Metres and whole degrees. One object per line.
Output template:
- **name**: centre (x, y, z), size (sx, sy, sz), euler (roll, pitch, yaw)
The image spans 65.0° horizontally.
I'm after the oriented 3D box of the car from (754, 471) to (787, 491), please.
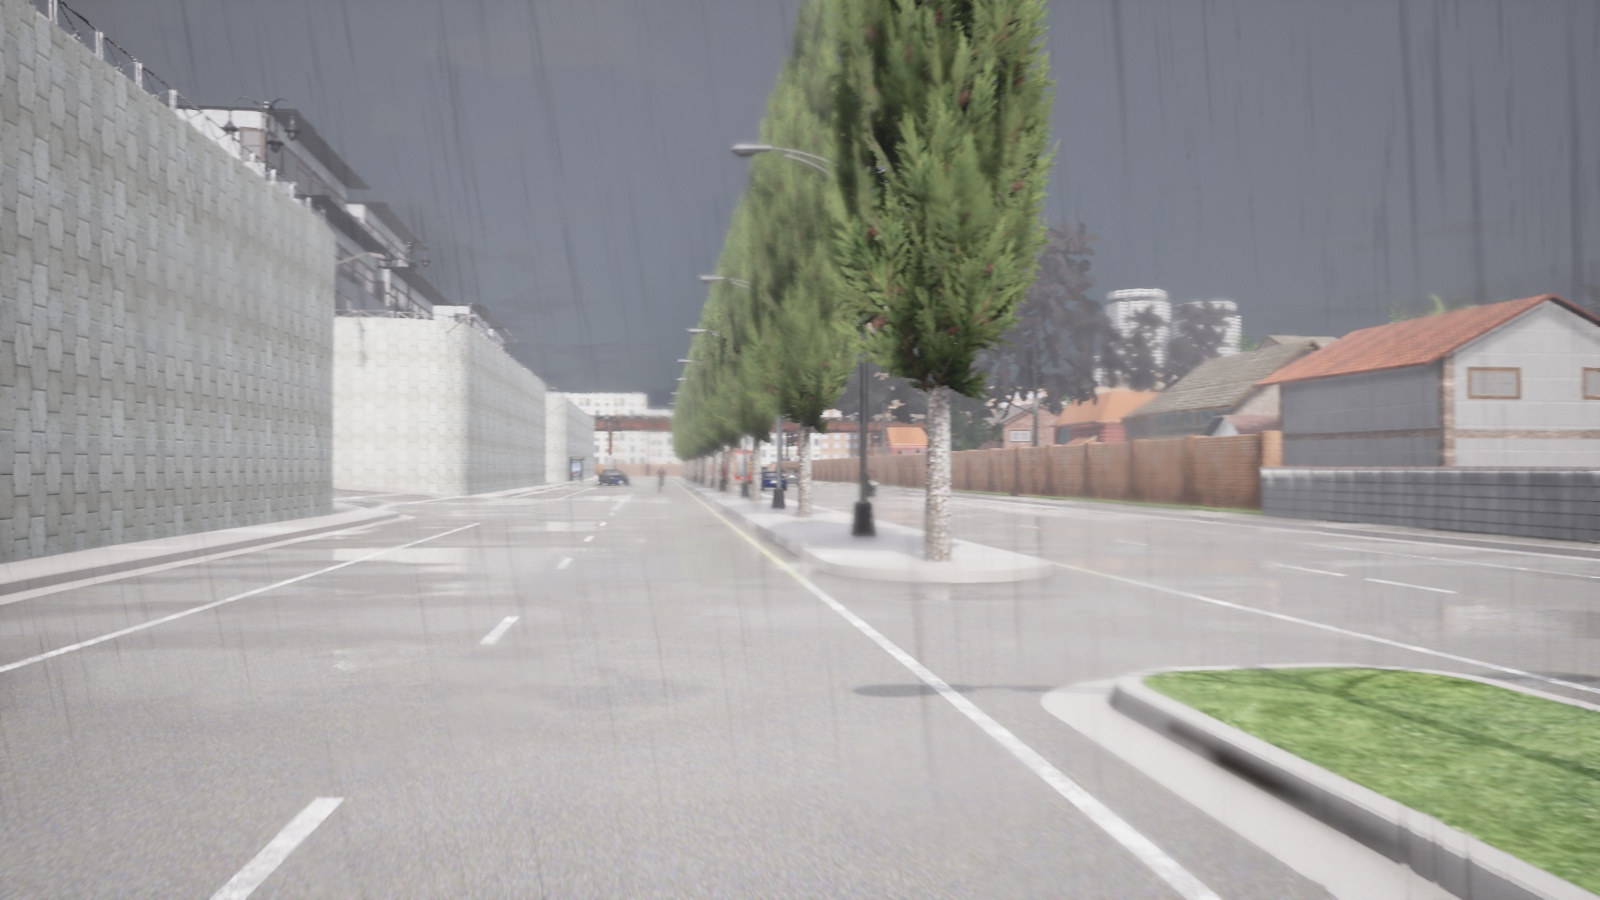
- **car**: centre (-2.192, 2.255, 91.178), size (1.994, 1.385, 4.181), euler (0, -1, -7)
